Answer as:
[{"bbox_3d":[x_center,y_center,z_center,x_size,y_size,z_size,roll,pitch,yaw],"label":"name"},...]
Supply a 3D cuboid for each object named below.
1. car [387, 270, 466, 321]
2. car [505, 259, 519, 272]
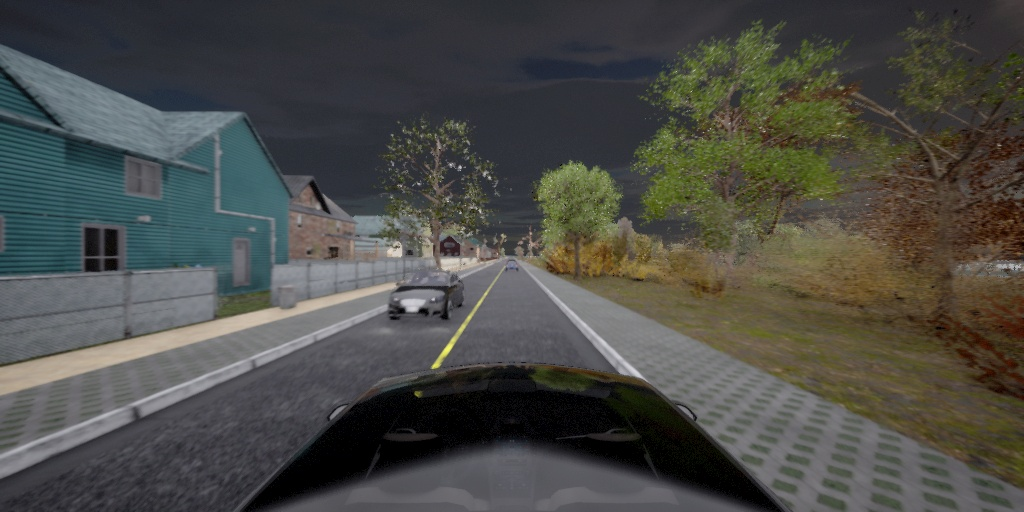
[{"bbox_3d":[-2.780,1.243,12.555,2.128,1.511,4.902,0,0,1],"label":"car"},{"bbox_3d":[-0.004,1.302,47.464,2.033,1.411,5.357,0,0,0],"label":"car"}]
